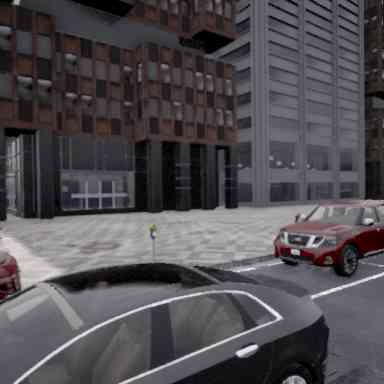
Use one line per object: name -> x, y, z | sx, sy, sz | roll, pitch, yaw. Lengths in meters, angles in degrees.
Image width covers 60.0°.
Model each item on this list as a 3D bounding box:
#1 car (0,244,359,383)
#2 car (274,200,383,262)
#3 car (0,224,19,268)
car -> -0.809, 1.494, 2.802 | 4.892, 1.490, 1.837 | -1, 1, -36
car -> 4.703, 1.194, 10.011 | 5.009, 1.841, 2.192 | -1, 0, -36
car -> -4.479, 1.337, 3.458 | 5.009, 1.841, 2.192 | -1, 0, -36
